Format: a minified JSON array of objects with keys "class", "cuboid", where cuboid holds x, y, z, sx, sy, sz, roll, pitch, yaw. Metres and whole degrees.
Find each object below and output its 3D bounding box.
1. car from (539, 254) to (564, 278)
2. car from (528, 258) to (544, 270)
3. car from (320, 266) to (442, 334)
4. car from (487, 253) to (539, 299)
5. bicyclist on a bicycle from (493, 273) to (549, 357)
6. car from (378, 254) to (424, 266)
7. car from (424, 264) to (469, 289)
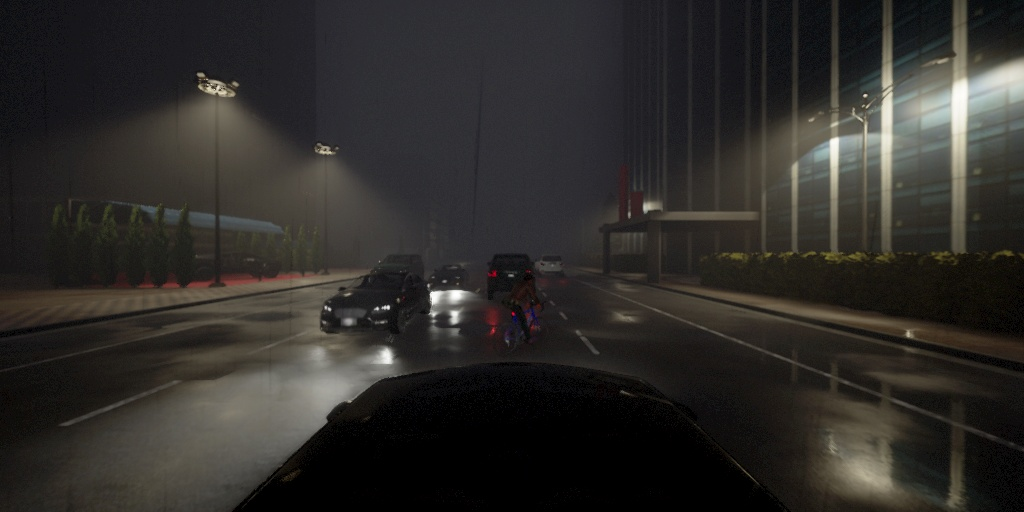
[{"class":"car","cuboid":[3.334,0.821,32.252,2.150,2.045,5.566,0,1,0]},{"class":"car","cuboid":[3.178,1.046,47.841,1.812,1.442,4.674,0,0,0]},{"class":"car","cuboid":[-3.665,1.201,10.463,2.128,1.511,4.902,0,0,0]},{"class":"car","cuboid":[-0.050,0.891,17.681,2.150,2.045,5.566,0,0,0]},{"class":"bicyclist on a bicycle","cuboid":[0.229,1.175,7.376,1.656,1.620,0.582,0,0,-44]},{"class":"car","cuboid":[-7.185,0.866,23.269,2.150,2.045,5.566,0,0,0]},{"class":"car","cuboid":[-3.753,1.215,21.893,1.994,1.385,4.181,0,0,0]}]
